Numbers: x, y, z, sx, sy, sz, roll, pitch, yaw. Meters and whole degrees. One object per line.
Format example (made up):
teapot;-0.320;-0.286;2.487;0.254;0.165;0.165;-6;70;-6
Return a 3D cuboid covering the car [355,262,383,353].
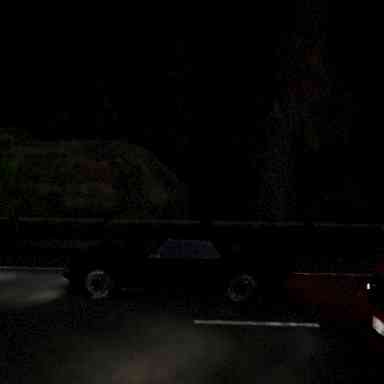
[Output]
car;4.965;1.239;3.770;5.566;2.045;2.150;0;0;3

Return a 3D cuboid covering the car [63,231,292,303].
car;-0.324;1.559;7.556;4.718;1.301;1.895;0;0;3
